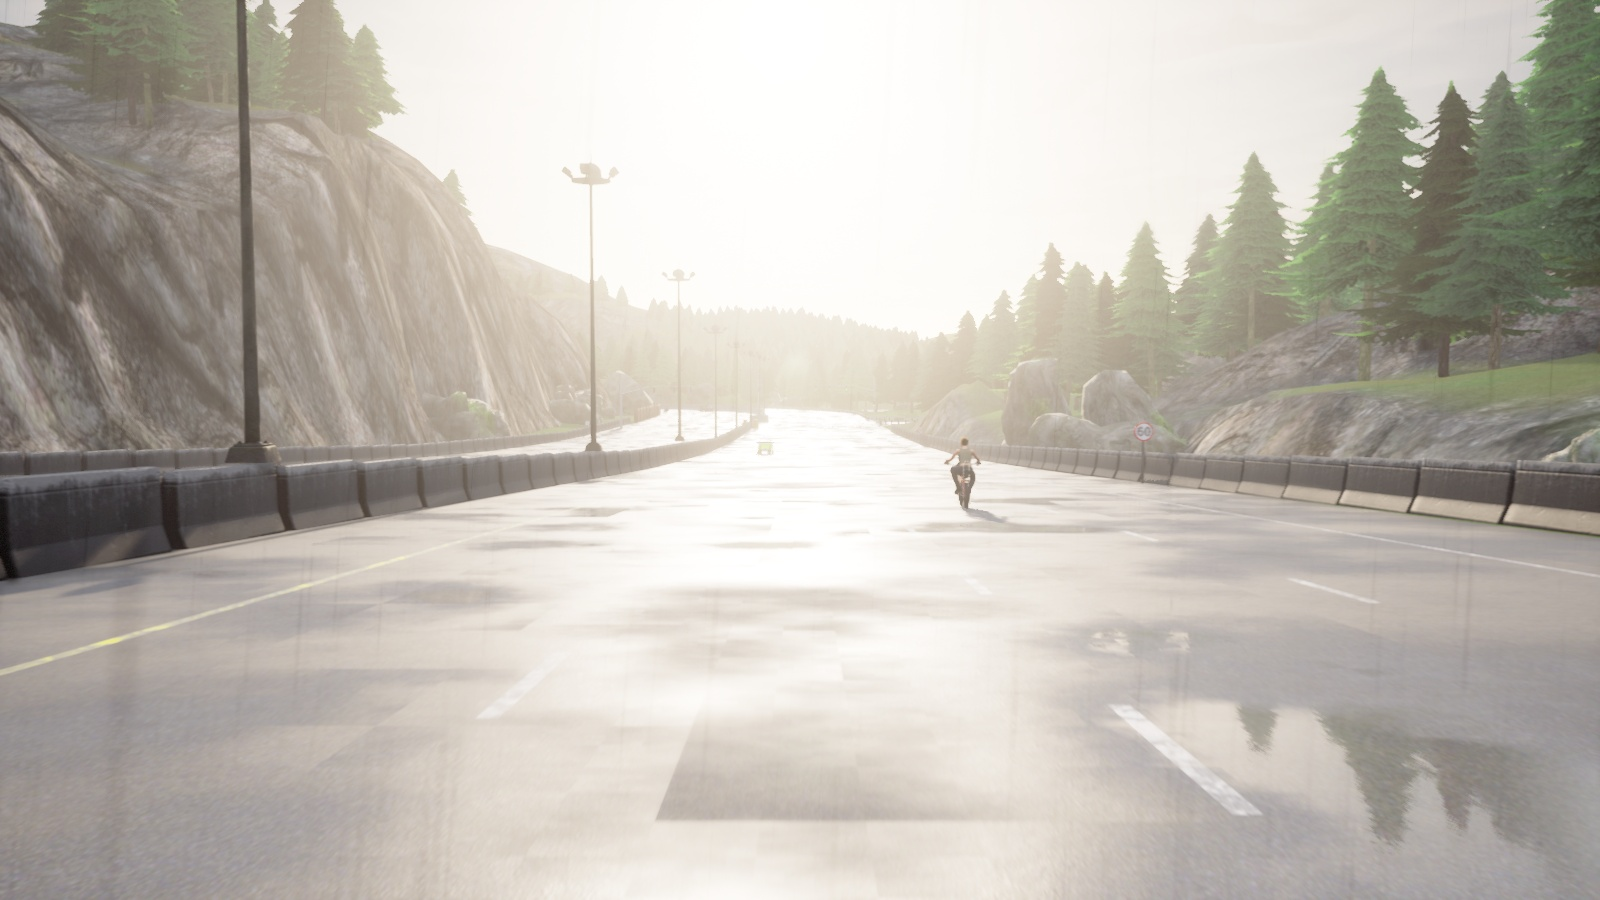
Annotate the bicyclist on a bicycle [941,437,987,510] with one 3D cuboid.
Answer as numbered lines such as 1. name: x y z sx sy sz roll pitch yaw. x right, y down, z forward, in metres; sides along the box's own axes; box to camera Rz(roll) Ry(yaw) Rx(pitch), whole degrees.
1. bicyclist on a bicycle: 3.695 0.512 28.407 0.866 1.612 1.509 0 0 1
